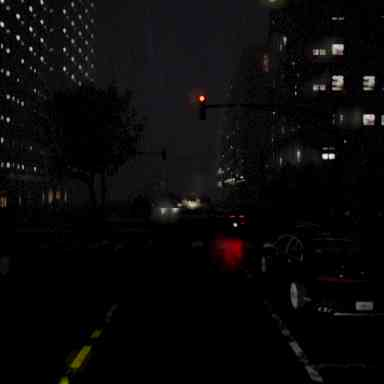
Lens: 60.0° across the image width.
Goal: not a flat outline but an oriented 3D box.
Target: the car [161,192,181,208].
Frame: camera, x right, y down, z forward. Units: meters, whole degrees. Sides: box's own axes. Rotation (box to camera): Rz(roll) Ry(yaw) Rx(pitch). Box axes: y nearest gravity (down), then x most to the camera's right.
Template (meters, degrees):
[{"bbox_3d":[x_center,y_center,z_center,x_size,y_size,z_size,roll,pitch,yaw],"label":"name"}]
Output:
[{"bbox_3d":[-3.146,1.125,46.855,2.150,2.045,5.566,0,0,0],"label":"car"}]

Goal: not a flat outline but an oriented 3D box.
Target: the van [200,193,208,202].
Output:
[{"bbox_3d":[2.609,1.209,72.877,1.690,1.788,3.998,0,0,0],"label":"van"}]

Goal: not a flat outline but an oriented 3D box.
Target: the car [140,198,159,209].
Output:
[{"bbox_3d":[-5.741,1.472,45.254,1.947,1.339,4.313,0,0,0],"label":"car"}]

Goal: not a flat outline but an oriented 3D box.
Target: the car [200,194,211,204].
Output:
[{"bbox_3d":[2.621,1.446,61.831,1.947,1.339,4.313,0,0,0],"label":"car"}]

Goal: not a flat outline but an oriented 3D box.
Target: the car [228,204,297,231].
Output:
[{"bbox_3d":[4.170,1.446,19.334,4.892,1.490,1.837,-1,-2,-41],"label":"car"}]

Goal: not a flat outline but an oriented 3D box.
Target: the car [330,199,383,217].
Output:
[{"bbox_3d":[13.396,1.279,26.769,4.403,1.369,2.008,-1,1,-1],"label":"car"}]

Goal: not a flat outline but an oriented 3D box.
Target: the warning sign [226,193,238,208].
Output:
[{"bbox_3d":[5.023,1.027,41.867,1.300,1.860,1.060,0,0,0],"label":"warning sign"}]

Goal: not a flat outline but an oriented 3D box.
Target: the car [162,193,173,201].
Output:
[{"bbox_3d":[-5.778,1.178,78.390,2.192,1.841,5.009,0,0,0],"label":"car"}]

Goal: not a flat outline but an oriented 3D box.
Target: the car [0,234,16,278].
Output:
[{"bbox_3d":[-5.699,1.526,7.343,1.887,1.381,4.507,0,0,0],"label":"car"}]

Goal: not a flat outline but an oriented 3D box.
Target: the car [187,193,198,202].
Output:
[{"bbox_3d":[-0.077,1.396,69.474,1.812,1.442,4.674,0,0,0],"label":"car"}]

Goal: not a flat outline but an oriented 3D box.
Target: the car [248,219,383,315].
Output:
[{"bbox_3d":[2.681,1.532,7.352,2.008,1.369,4.403,0,0,0],"label":"car"}]

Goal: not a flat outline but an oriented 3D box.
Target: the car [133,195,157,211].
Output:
[{"bbox_3d":[-5.736,1.230,39.730,2.192,1.841,5.009,0,0,0],"label":"car"}]

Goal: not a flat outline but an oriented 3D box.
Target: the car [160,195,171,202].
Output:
[{"bbox_3d":[-5.772,1.433,72.869,1.947,1.339,4.313,0,0,0],"label":"car"}]
